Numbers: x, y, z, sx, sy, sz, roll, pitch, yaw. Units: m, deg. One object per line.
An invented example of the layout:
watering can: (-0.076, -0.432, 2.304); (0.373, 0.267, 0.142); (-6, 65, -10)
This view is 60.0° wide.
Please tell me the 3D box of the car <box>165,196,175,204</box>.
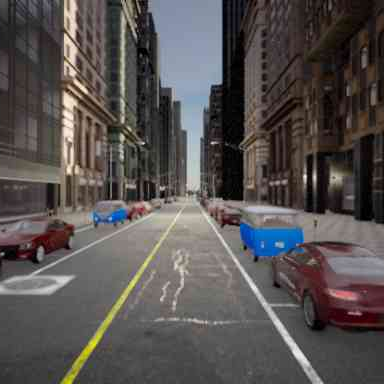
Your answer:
car: (-5.778, 2.190, 79.538); (1.887, 1.381, 4.507); (0, 0, 0)

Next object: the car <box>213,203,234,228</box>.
car: (2.756, 1.735, 23.528); (1.887, 1.381, 4.507); (0, 0, 0)

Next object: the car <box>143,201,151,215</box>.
car: (-5.771, 1.825, 34.722); (1.887, 1.381, 4.507); (0, 0, 0)

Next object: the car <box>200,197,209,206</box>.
car: (2.751, 2.006, 57.138); (1.887, 1.381, 4.507); (0, 0, 0)

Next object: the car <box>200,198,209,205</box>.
car: (2.748, 2.039, 73.944); (1.967, 1.590, 4.097); (0, 0, 0)

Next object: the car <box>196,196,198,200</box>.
car: (2.747, 2.242, 85.146); (2.008, 1.369, 4.403); (0, 0, 0)

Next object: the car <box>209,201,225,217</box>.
car: (2.755, 1.780, 29.130); (1.887, 1.381, 4.507); (0, 0, 0)

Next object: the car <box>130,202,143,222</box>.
car: (-5.770, 1.780, 29.120); (1.887, 1.381, 4.507); (0, 0, 0)

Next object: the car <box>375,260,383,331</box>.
car: (2.759, 1.450, 1.123); (1.967, 1.590, 4.097); (0, 0, 0)

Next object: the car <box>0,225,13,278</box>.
car: (-5.767, 1.495, 6.713); (1.967, 1.590, 4.097); (0, 0, 0)

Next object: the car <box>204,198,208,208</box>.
car: (2.754, 1.853, 40.503); (1.752, 1.417, 4.829); (0, 0, 0)

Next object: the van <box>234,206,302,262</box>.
van: (2.757, 1.441, 12.326); (1.690, 1.788, 3.998); (0, 0, 0)

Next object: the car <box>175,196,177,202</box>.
car: (-5.780, 2.288, 90.742); (2.008, 1.369, 4.403); (0, 0, 0)

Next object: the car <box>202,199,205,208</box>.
car: (2.753, 1.953, 45.935); (1.802, 1.307, 4.206); (0, 0, 0)

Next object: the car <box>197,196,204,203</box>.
car: (2.748, 1.868, 68.343); (2.192, 1.841, 5.009); (0, 0, 0)

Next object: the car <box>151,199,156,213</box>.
car: (-5.772, 1.850, 40.154); (1.752, 1.417, 4.829); (0, 0, 0)

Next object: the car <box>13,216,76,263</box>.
car: (-5.767, 1.645, 12.313); (1.887, 1.381, 4.507); (0, 0, 0)

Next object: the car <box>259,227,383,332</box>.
car: (2.759, 1.637, 6.723); (1.802, 1.307, 4.206); (0, 0, 0)

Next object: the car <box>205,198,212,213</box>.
car: (2.754, 1.721, 34.733); (1.967, 1.590, 4.097); (0, 0, 0)

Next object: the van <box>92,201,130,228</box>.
van: (-5.770, 1.531, 23.520); (1.690, 1.788, 3.998); (0, 0, 0)

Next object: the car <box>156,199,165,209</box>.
car: (-5.774, 1.857, 51.529); (1.967, 1.590, 4.097); (0, 0, 0)
